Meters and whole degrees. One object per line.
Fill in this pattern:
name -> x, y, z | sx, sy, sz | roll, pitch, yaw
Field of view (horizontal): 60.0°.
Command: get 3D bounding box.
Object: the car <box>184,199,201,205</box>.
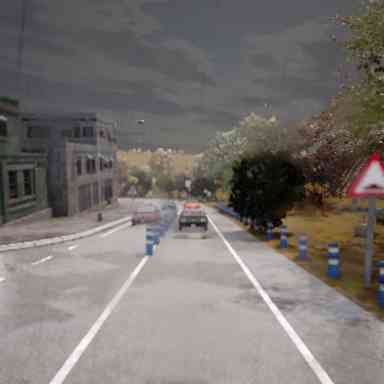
car -> 0.062, 1.700, 40.248 | 2.097, 1.767, 4.553 | 0, 0, 0

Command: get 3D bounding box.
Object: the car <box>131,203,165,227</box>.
car -> -3.363, 1.740, 25.167 | 1.812, 1.442, 4.674 | 0, 0, 0

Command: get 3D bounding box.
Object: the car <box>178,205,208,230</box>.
car -> 0.075, 1.798, 22.781 | 1.895, 1.301, 4.718 | 0, -1, 0

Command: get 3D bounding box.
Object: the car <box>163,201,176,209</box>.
car -> -3.412, 2.001, 51.028 | 1.994, 1.385, 4.181 | 0, 0, 0
